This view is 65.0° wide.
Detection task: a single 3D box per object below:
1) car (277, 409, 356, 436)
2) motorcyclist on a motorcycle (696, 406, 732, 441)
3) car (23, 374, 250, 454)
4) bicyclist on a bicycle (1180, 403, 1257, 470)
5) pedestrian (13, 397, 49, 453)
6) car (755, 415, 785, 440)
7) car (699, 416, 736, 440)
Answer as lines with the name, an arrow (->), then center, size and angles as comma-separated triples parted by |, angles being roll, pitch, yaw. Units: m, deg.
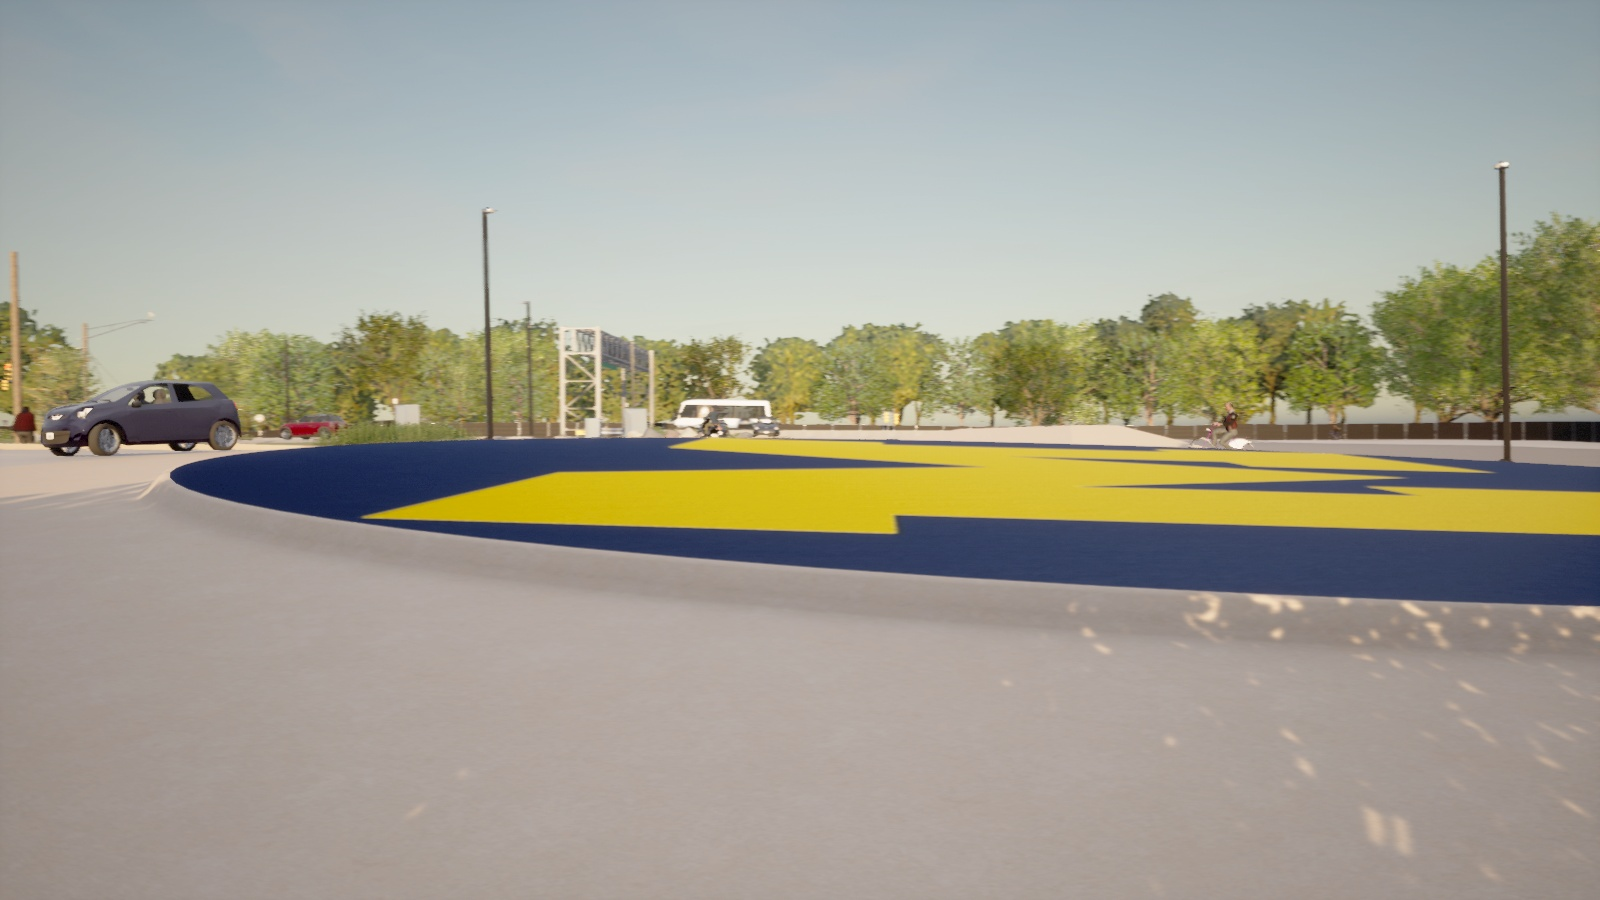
car -> -32.124, -1.792, 83.394 | 4.553, 1.767, 2.097 | 0, 1, 17
motorcyclist on a motorcycle -> -4.091, -1.270, 59.615 | 0.866, 1.590, 1.817 | -1, 3, -35
car -> -13.470, -0.736, 25.678 | 1.845, 1.501, 3.633 | 0, 2, 31
bicyclist on a bicycle -> 11.797, -0.389, 35.427 | 1.843, 1.776, 0.659 | 3, 2, 1
pedestrian -> -25.587, -0.835, 41.805 | 0.634, 1.844, 0.899 | -1, 1, -3
car -> -1.961, -1.466, 82.708 | 1.851, 1.617, 3.988 | 1, 0, -1
car -> -5.522, -1.476, 84.437 | 2.007, 1.525, 4.514 | 2, 0, 2
